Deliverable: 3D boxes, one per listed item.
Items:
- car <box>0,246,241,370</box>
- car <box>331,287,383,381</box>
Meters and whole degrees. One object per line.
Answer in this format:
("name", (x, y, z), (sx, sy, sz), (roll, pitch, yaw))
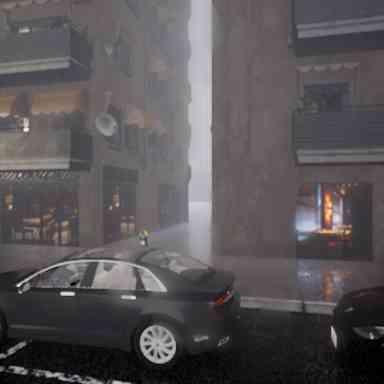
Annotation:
("car", (-1.460, 1.550, 5.241), (4.403, 1.369, 2.008), (0, 0, 13))
("car", (4.020, 1.565, 3.951), (4.313, 1.339, 1.947), (0, 0, 13))
